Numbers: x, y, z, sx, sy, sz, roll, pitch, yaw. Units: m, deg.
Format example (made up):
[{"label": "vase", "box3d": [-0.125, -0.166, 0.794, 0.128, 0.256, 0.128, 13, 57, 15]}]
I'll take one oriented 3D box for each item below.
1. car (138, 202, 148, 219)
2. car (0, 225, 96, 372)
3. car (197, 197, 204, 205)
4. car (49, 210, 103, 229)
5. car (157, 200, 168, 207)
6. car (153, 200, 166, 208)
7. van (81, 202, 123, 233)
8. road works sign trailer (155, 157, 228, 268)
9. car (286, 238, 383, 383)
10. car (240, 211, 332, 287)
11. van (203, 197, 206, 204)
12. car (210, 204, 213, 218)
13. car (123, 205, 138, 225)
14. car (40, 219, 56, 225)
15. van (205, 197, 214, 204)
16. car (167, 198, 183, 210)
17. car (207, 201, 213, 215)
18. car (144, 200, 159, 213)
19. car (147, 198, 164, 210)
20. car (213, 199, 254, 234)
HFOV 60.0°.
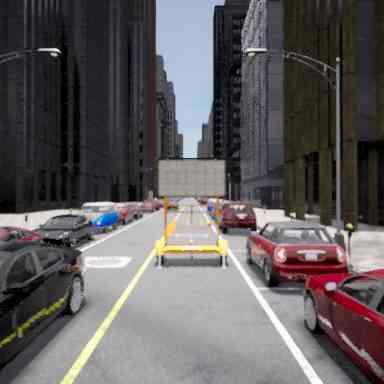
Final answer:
[{"label": "car", "box3d": [-5.783, 1.892, 32.065, 1.947, 1.339, 4.313, 0, -1, 0]}, {"label": "car", "box3d": [-3.104, 1.527, 4.805, 1.882, 1.535, 5.008, 0, -1, 0]}, {"label": "car", "box3d": [2.716, 2.050, 71.419, 2.192, 1.841, 5.009, 0, -1, 0]}, {"label": "car", "box3d": [-5.772, 1.721, 15.211, 1.947, 1.339, 4.313, 0, -1, 0]}, {"label": "car", "box3d": [-5.805, 2.258, 65.772, 1.802, 1.307, 4.206, 0, -1, 0]}, {"label": "car", "box3d": [-5.802, 2.162, 60.155, 1.887, 1.381, 4.507, 0, -1, 0]}, {"label": "van", "box3d": [-5.776, 1.553, 20.831, 1.690, 1.788, 3.998, 0, -1, 0]}, {"label": "road works sign trailer", "box3d": [-0.007, 0.584, 11.683, 2.380, 3.560, 2.880, 0, -1, 0]}, {"label": "car", "box3d": [2.760, 1.586, 3.995, 1.887, 1.381, 4.507, 0, -1, 0]}, {"label": "car", "box3d": [2.756, 1.539, 9.614, 1.967, 1.590, 4.097, 0, -1, 0]}, {"label": "van", "box3d": [2.734, 1.783, 43.326, 1.690, 1.788, 3.998, 0, -1, 0]}, {"label": "car", "box3d": [2.745, 1.835, 26.469, 1.947, 1.339, 4.313, 0, -1, 0]}, {"label": "car", "box3d": [-5.780, 1.813, 26.447, 1.887, 1.381, 4.507, 0, -1, 0]}, {"label": "car", "box3d": [-5.769, 1.680, 9.592, 1.802, 1.307, 4.206, 0, -1, 0]}, {"label": "van", "box3d": [2.738, 1.725, 37.708, 1.690, 1.788, 3.998, 0, -1, 0]}, {"label": "car", "box3d": [-3.037, 2.101, 54.113, 2.033, 1.411, 5.357, 0, -1, 0]}, {"label": "car", "box3d": [2.742, 1.877, 32.087, 2.008, 1.369, 4.403, 0, -1, 0]}, {"label": "car", "box3d": [-5.791, 2.024, 43.300, 1.802, 1.307, 4.206, 0, -1, 0]}, {"label": "car", "box3d": [-5.794, 1.815, 48.921, 2.192, 1.841, 5.009, 0, -1, 0]}, {"label": "car", "box3d": [2.749, 1.527, 20.852, 2.192, 1.841, 5.009, 0, -1, 0]}]
